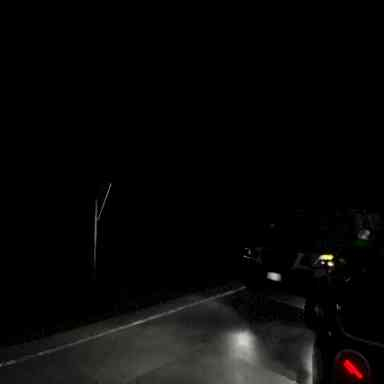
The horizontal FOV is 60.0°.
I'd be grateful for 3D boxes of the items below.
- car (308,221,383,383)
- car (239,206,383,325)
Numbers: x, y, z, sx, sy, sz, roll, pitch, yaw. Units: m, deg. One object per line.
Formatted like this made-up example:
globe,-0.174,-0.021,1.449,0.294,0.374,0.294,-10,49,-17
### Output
car,2.565,1.445,3.981,2.097,1.767,4.553,1,-1,20
car,3.473,1.410,8.632,2.150,2.045,5.566,0,-2,42
